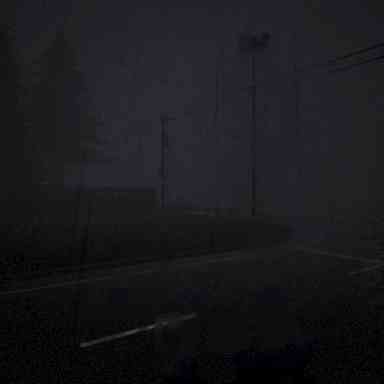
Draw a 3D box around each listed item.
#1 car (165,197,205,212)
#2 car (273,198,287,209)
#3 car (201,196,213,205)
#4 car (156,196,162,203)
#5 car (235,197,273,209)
[{"bbox_3d":[-0.899,1.559,37.959,1.994,1.385,4.181,0,0,-36],"label":"car"},{"bbox_3d":[10.756,1.496,45.742,1.837,1.490,4.892,0,0,-36],"label":"car"},{"bbox_3d":[1.713,1.517,58.276,1.812,1.442,4.674,0,0,-36],"label":"car"},{"bbox_3d":[-7.126,1.572,70.611,1.895,1.301,4.718,0,0,-36],"label":"car"},{"bbox_3d":[7.803,1.497,43.850,1.837,1.490,4.892,0,0,-36],"label":"car"}]
